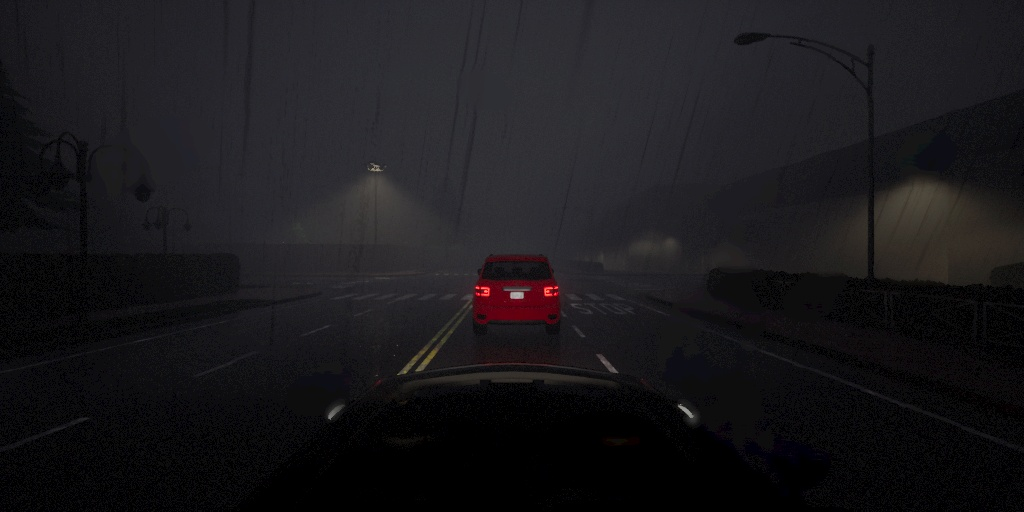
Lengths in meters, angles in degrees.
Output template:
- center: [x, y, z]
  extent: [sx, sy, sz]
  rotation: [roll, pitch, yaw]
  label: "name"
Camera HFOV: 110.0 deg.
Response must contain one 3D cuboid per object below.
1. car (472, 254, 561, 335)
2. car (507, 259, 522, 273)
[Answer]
- center: [0.115, 0.971, 10.677]
  extent: [2.150, 2.045, 5.566]
  rotation: [0, 0, 0]
  label: "car"
- center: [0.325, 1.228, 45.534]
  extent: [1.882, 1.535, 5.008]
  rotation: [0, 0, 1]
  label: "car"
